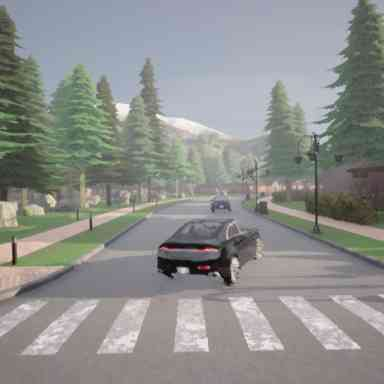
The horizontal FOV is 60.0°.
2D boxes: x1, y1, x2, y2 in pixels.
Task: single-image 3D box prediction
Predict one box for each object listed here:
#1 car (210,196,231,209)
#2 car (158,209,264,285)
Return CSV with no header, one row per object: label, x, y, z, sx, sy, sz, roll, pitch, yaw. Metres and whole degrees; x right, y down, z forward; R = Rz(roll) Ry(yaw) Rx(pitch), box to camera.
car,2.887,1.168,33.667,1.812,1.442,4.674,-1,1,2
car,0.759,1.513,9.743,2.128,1.511,4.902,-2,0,23
